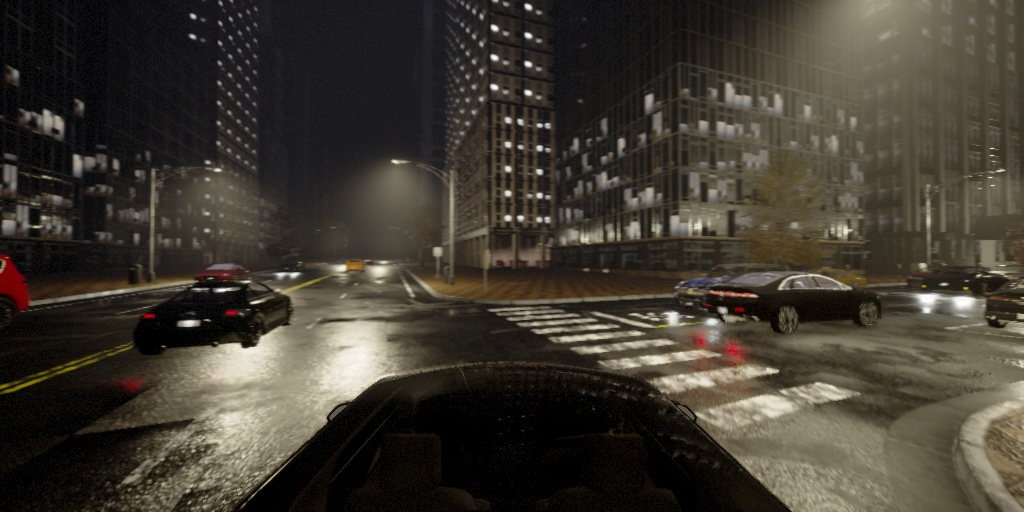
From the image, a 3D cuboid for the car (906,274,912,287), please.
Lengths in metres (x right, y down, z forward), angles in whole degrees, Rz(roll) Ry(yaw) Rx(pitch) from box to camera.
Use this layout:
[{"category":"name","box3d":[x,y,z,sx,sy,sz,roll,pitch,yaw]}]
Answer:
[{"category":"car","box3d":[26.906,1.279,22.560,4.207,1.307,1.802,0,0,-20]}]

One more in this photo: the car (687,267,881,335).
[{"category":"car","box3d":[7.727,1.169,9.887,4.902,1.511,2.128,0,-1,-16]}]

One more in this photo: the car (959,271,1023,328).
[{"category":"car","box3d":[14.018,1.176,9.057,4.403,1.370,2.007,0,0,-20]}]

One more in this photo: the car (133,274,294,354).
[{"category":"car","box3d":[-6.862,1.293,8.795,1.994,1.385,4.181,0,-1,-19]}]

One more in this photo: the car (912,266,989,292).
[{"category":"car","box3d":[23.453,1.237,18.582,4.181,1.385,1.994,0,-1,-20]}]

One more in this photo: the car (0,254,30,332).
[{"category":"car","box3d":[-13.407,0.907,7.241,2.150,2.045,5.566,0,0,-19]}]

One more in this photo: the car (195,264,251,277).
[{"category":"car","box3d":[-19.093,1.199,23.839,1.994,1.385,4.181,0,0,-19]}]

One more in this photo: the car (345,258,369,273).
[{"category":"car","box3d":[-18.087,1.114,41.560,1.882,1.535,5.008,0,0,-19]}]

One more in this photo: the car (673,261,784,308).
[{"category":"car","box3d":[8.236,1.064,13.157,4.553,1.767,2.097,0,-1,-20]}]

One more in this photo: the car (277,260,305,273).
[{"category":"car","box3d":[-24.670,1.151,40.171,1.994,1.385,4.181,0,0,-19]}]
